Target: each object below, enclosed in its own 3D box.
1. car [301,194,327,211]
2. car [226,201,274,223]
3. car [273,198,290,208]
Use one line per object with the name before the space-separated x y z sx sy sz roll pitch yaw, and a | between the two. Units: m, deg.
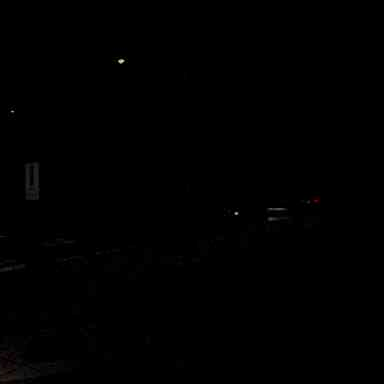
car | 15.076 1.232 40.679 2.150 2.045 5.566 -1 -1 35
car | 4.360 1.544 25.584 1.994 1.385 4.181 -1 0 35
car | 13.088 1.614 49.102 1.812 1.442 4.674 -1 -1 35
